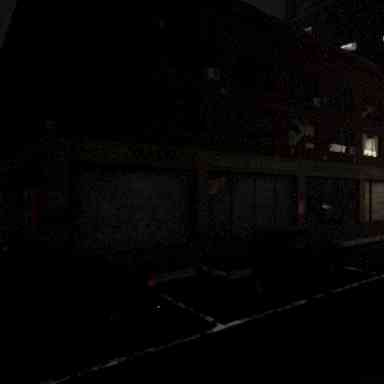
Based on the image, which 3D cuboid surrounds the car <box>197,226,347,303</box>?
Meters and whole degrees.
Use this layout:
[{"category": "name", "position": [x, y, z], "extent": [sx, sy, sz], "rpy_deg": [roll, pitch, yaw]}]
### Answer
[{"category": "car", "position": [2.079, 1.531, 8.029], "extent": [4.206, 1.307, 1.802], "rpy_deg": [-1, 1, -35]}]

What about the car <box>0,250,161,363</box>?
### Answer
[{"category": "car", "position": [-2.457, 1.577, 4.794], "extent": [4.206, 1.307, 1.802], "rpy_deg": [-1, 1, -35]}]
